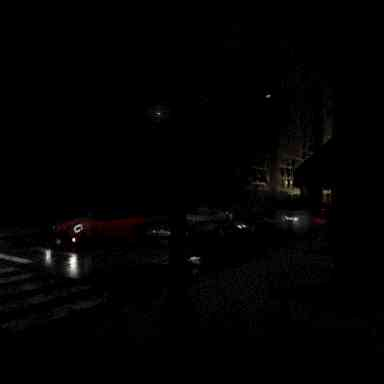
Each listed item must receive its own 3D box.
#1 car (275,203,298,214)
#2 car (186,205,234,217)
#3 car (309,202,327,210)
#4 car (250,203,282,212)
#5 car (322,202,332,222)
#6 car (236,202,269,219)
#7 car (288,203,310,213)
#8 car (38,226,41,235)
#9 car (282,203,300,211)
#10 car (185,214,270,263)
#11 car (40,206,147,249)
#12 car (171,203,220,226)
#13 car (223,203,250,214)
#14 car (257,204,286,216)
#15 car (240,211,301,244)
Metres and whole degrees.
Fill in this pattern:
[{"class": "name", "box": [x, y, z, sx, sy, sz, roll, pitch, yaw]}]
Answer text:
[{"class": "car", "box": [12.832, 2.233, 44.958, 1.802, 1.307, 4.206, 0, -1, 34]}, {"class": "car", "box": [0.759, 1.806, 22.785, 1.812, 1.442, 4.674, 1, -1, 35]}, {"class": "car", "box": [22.209, 2.463, 58.645, 2.008, 1.369, 4.403, 0, -1, 34]}, {"class": "car", "box": [6.326, 1.911, 30.890, 1.882, 1.535, 5.008, 1, -1, 34]}, {"class": "car", "box": [13.626, 1.986, 31.035, 1.967, 1.590, 4.097, 0, -1, 34]}, {"class": "car", "box": [6.582, 1.918, 35.836, 1.967, 1.590, 4.097, 0, -1, 34]}, {"class": "car", "box": [15.958, 2.305, 49.521, 1.947, 1.339, 4.313, 0, -1, 34]}, {"class": "car", "box": [-5.920, 1.718, 17.587, 1.802, 1.307, 4.206, 0, -1, 34]}, {"class": "car", "box": [12.243, 2.160, 39.470, 1.994, 1.385, 4.181, 1, -1, 35]}, {"class": "car", "box": [1.127, 1.755, 12.790, 2.008, 1.369, 4.403, 0, -1, 34]}, {"class": "car", "box": [-4.216, 1.497, 15.513, 2.097, 1.767, 4.553, 1, -1, 35]}, {"class": "car", "box": [0.331, 1.746, 26.712, 1.967, 1.590, 4.097, 0, -1, 34]}, {"class": "car", "box": [3.457, 1.832, 31.274, 1.967, 1.590, 4.097, 0, -1, 34]}, {"class": "car", "box": [9.707, 2.131, 40.396, 1.947, 1.339, 4.313, 0, -1, 34]}, {"class": "car", "box": [4.251, 1.871, 17.350, 1.802, 1.307, 4.206, 0, -1, 34]}]
